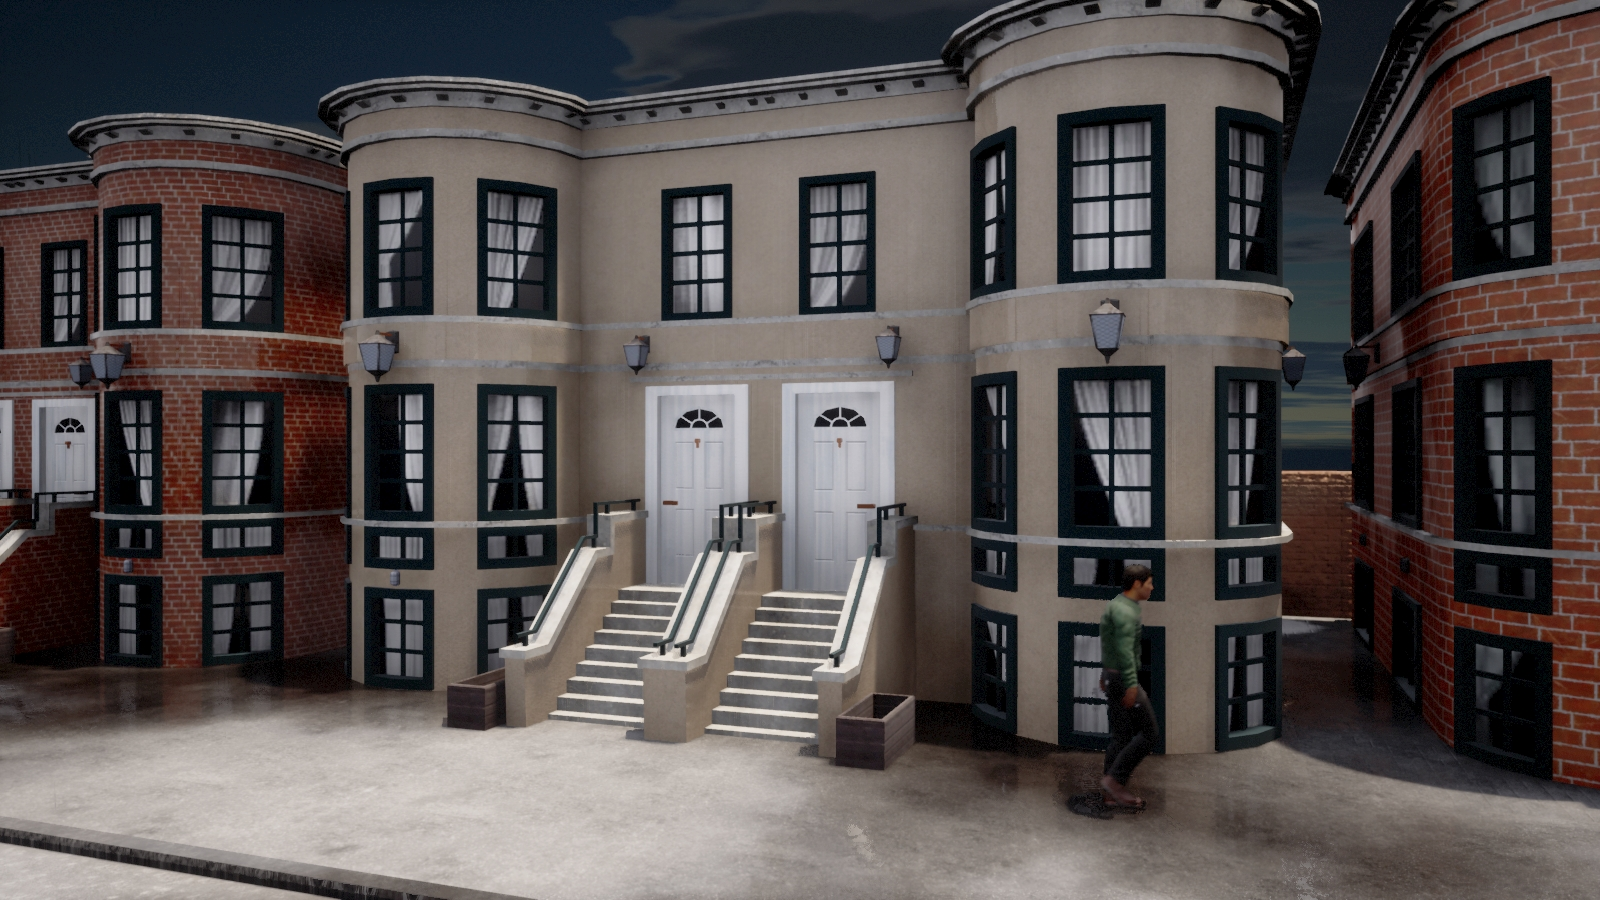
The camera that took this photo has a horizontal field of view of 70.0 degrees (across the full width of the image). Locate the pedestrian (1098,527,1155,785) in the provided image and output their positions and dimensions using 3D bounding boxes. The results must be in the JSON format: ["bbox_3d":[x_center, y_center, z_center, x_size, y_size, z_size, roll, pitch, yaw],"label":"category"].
[{"bbox_3d":[2.452,1.525,8.595,0.375,1.860,0.375,0,0,10],"label":"pedestrian"}]
